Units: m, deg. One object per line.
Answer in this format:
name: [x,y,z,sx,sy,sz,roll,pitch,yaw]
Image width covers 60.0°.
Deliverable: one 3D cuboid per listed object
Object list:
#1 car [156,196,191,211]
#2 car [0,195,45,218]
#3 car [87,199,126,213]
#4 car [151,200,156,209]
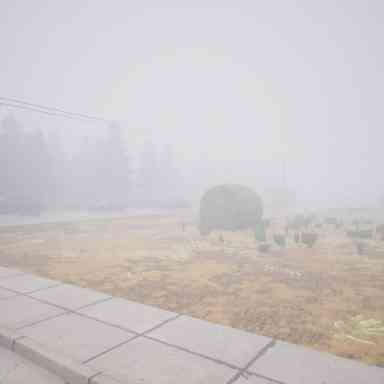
car: [-1.967,1.552,41.772,1.812,1.442,4.674,0,0,36]
car: [-15.813,1.250,29.236,2.150,2.045,5.566,0,0,36]
car: [-9.569,1.552,37.682,1.812,1.442,4.674,0,0,37]
car: [-3.559,1.379,45.816,2.097,1.767,4.553,0,0,37]
